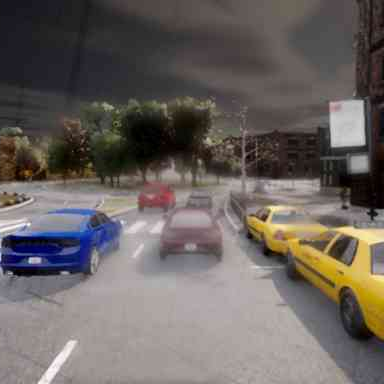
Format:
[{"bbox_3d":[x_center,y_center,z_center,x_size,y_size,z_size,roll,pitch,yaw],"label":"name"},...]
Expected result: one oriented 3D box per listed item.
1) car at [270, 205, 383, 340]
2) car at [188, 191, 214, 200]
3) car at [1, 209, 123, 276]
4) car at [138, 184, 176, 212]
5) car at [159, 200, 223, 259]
[{"bbox_3d":[3.157,1.284,6.179,1.946,1.575,5.366,0,2,-1],"label":"car"},{"bbox_3d":[0.720,0.660,26.877,2.128,1.511,4.902,0,2,6],"label":"car"},{"bbox_3d":[-3.275,1.198,9.404,1.882,1.535,5.008,0,2,0],"label":"car"},{"bbox_3d":[-2.642,0.411,26.044,2.150,2.045,5.566,0,2,5],"label":"car"},{"bbox_3d":[-0.019,1.197,10.951,1.812,1.442,4.674,0,2,0],"label":"car"}]
